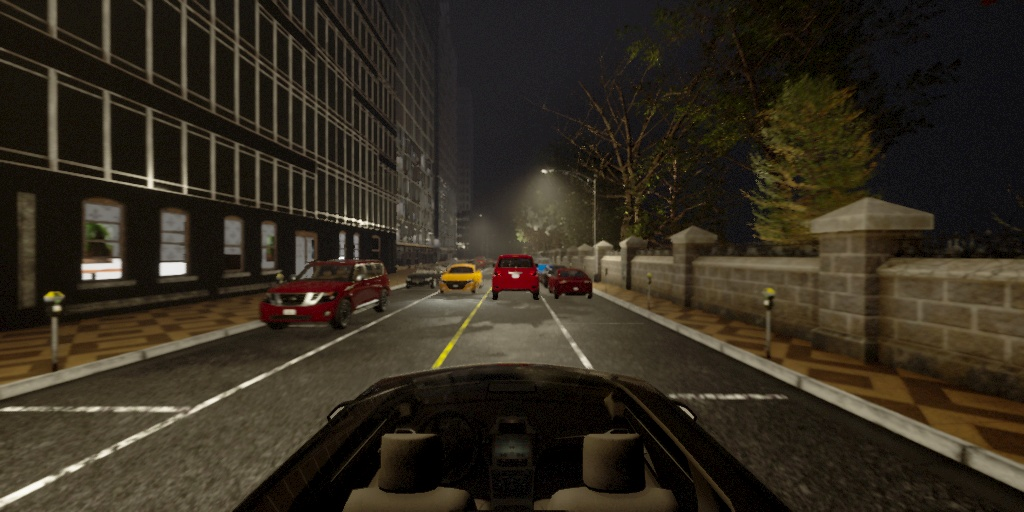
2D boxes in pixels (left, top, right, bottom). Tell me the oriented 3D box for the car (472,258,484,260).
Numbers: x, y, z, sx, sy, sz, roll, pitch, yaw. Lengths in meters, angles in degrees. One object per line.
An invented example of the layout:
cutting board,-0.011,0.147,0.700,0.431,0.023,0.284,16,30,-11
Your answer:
car,-5.098,1.251,45.056,2.007,1.370,4.403,0,0,1

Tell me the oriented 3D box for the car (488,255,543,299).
car,0.173,0.953,18.033,2.150,2.045,5.566,0,0,0

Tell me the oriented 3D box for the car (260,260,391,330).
car,-5.439,1.053,11.296,2.192,1.841,5.009,0,0,0

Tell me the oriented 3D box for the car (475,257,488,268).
car,-5.051,1.001,56.336,2.192,1.841,5.009,0,0,0

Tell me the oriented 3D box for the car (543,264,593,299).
car,2.774,1.278,17.698,1.888,1.381,4.507,0,0,0

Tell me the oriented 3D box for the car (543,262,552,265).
car,2.826,1.293,23.339,1.948,1.339,4.313,0,0,1

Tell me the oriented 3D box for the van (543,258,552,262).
van,2.967,1.055,34.588,1.690,1.789,3.998,0,0,1

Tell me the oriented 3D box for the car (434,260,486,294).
car,-2.750,1.206,20.173,1.882,1.535,5.008,0,0,1

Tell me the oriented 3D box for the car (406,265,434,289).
car,-5.353,1.276,22.541,2.007,1.370,4.403,0,0,0
